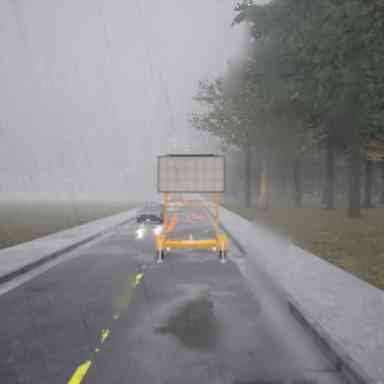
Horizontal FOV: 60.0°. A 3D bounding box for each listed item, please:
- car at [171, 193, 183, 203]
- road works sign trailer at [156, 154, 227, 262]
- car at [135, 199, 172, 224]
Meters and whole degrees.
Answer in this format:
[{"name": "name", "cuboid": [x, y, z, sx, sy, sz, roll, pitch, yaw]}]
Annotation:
[{"name": "car", "cuboid": [-2.883, 1.067, 65.236, 2.150, 2.045, 5.566, 0, 0, 0]}, {"name": "road works sign trailer", "cuboid": [-0.019, 0.435, 11.913, 2.380, 3.560, 2.880, 0, 0, 0]}, {"name": "car", "cuboid": [-2.891, 1.488, 24.663, 2.033, 1.411, 5.357, 0, 0, 0]}]
